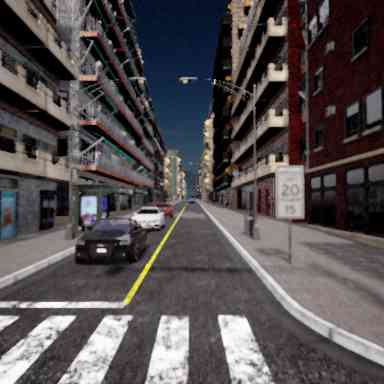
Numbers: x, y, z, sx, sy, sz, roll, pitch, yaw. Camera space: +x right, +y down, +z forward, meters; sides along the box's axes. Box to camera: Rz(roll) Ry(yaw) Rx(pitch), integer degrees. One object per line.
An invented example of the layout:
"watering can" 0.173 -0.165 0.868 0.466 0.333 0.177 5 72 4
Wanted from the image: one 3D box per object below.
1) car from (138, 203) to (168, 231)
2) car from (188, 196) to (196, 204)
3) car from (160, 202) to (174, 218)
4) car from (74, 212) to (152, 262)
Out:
"car" -2.852 1.722 22.285 1.812 1.442 4.674 0 -1 0
"car" -0.028 2.525 89.144 1.895 1.301 4.718 0 -1 0
"car" -2.845 1.789 33.838 1.882 1.535 5.008 0 0 0
"car" -2.847 1.670 12.451 1.994 1.385 4.181 0 -1 0
